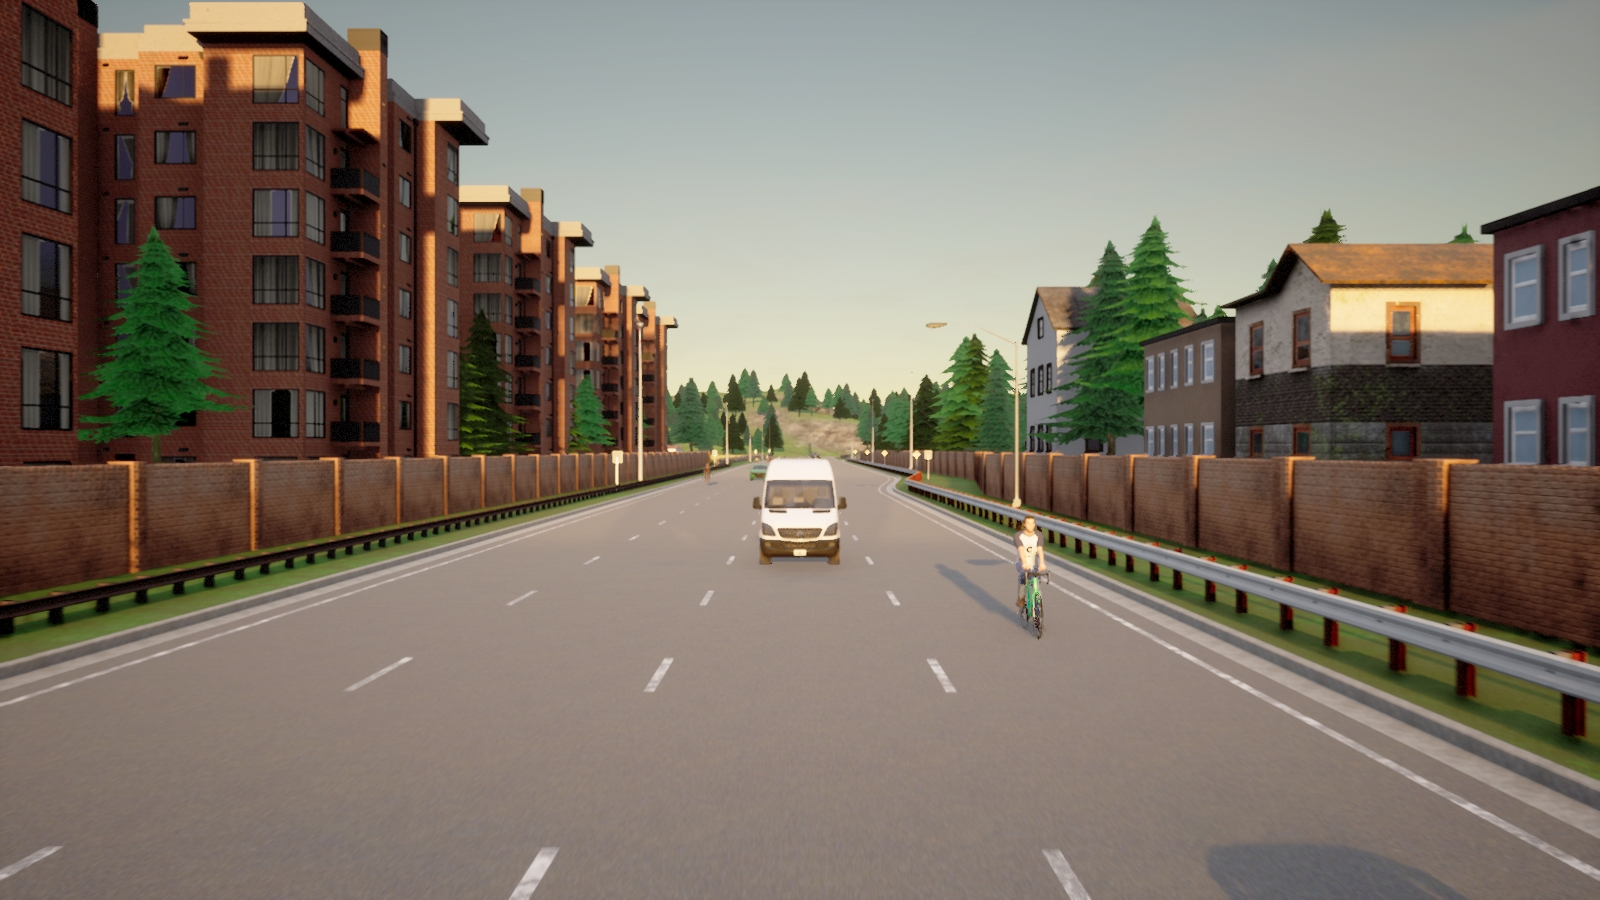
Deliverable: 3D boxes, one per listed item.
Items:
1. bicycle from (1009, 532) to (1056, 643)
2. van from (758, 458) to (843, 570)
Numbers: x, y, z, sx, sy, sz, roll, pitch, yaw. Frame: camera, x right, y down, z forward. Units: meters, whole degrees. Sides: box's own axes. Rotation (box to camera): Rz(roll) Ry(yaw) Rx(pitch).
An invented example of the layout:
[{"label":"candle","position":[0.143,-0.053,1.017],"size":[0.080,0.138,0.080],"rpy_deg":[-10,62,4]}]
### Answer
[{"label":"bicycle","position":[3.500,2.045,17.289],"size":[0.373,1.496,1.643],"rpy_deg":[0,0,0]},{"label":"van","position":[0.000,1.518,29.648],"size":[1.988,2.561,5.915],"rpy_deg":[0,0,0]}]
